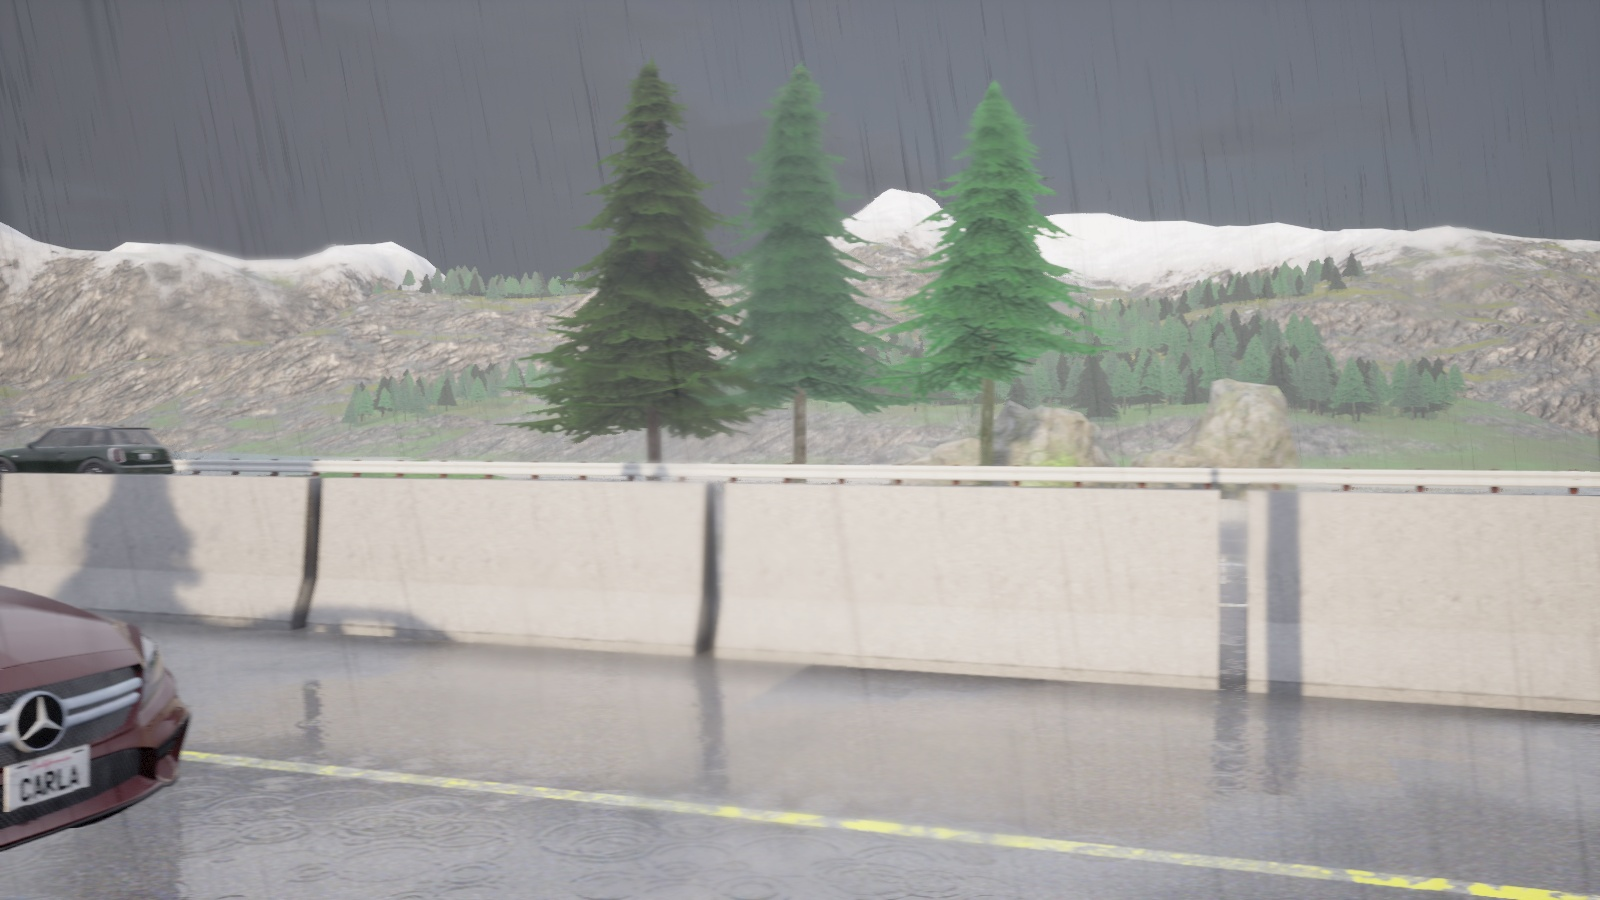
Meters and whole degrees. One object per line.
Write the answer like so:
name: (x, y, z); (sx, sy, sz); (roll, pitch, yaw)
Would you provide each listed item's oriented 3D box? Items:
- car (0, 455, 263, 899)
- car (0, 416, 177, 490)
car: (-4.575, 0.742, 4.732); (4.674, 1.442, 1.812); (1, 1, 19)
car: (-18.268, 0.036, 31.530); (4.553, 1.767, 2.097); (1, 1, 19)
